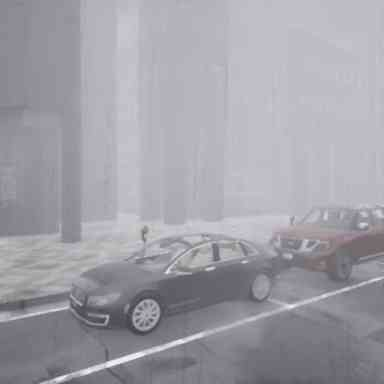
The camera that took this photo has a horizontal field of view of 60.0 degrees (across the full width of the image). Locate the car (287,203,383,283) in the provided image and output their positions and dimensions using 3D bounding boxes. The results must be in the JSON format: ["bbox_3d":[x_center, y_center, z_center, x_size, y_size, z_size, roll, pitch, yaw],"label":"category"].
[{"bbox_3d":[4.473,1.291,9.842,5.009,1.841,2.192,0,0,-36],"label":"car"}]

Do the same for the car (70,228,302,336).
[{"bbox_3d":[-0.092,1.542,6.583,4.403,1.369,2.008,0,0,-36],"label":"car"}]
